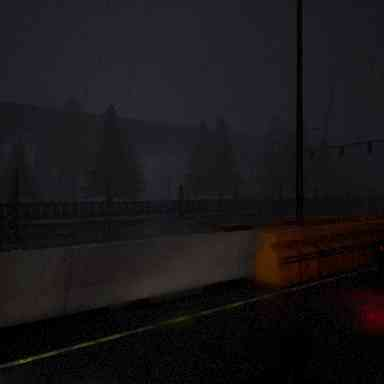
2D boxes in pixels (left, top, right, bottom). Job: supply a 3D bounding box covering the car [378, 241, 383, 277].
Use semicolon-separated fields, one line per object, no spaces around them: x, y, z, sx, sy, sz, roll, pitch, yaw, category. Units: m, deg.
6.748;1.478;8.560;5.008;1.535;1.882;0;0;-35;car
